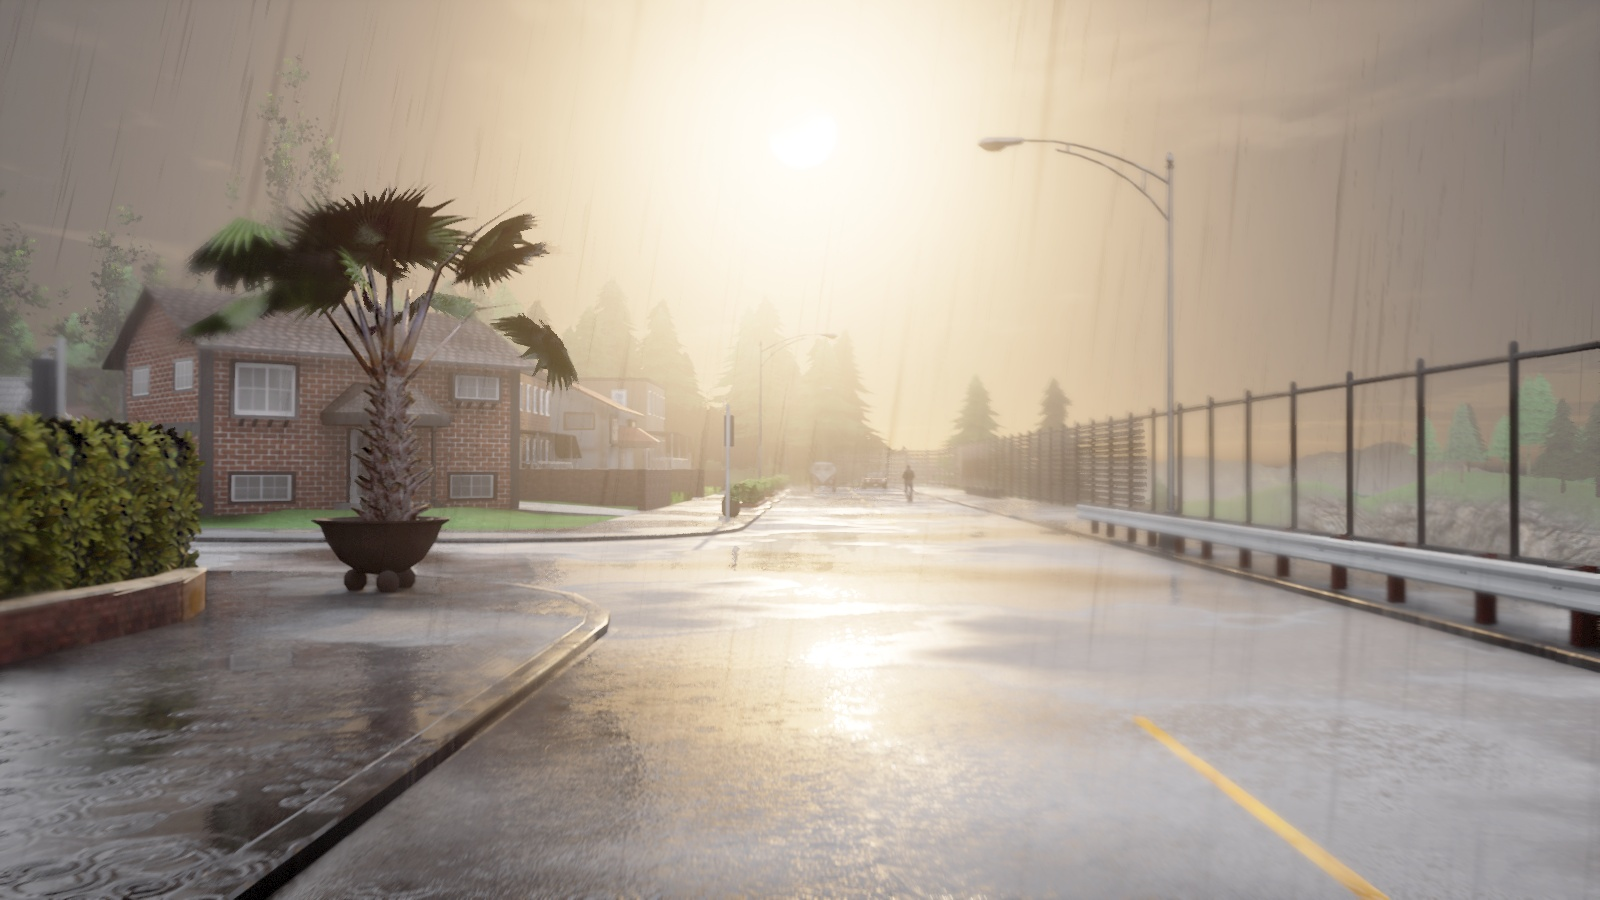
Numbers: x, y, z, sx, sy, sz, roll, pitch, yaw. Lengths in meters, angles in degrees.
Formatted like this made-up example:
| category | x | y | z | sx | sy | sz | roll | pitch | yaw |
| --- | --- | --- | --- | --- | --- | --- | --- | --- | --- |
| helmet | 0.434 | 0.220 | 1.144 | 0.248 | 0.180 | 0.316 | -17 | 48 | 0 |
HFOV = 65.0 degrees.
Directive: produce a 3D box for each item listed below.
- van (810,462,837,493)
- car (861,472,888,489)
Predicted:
| category | x | y | z | sx | sy | sz | roll | pitch | yaw |
| --- | --- | --- | --- | --- | --- | --- | --- | --- | --- |
| van | 1.558 | 1.827 | 84.014 | 1.775 | 1.987 | 4.442 | 0 | -1 | 1 |
| car | 5.814 | 2.372 | 98.257 | 1.895 | 1.301 | 4.718 | 0 | -1 | 1 |
